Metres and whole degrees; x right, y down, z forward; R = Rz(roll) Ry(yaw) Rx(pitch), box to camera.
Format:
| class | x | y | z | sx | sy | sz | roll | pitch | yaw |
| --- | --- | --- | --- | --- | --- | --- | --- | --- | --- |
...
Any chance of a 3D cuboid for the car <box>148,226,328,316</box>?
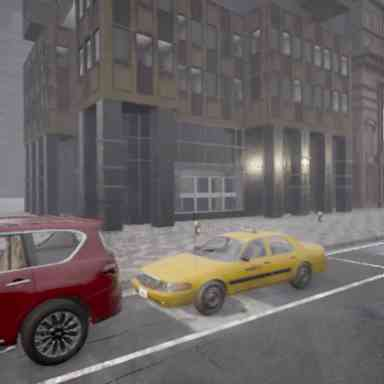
| class | x | y | z | sx | sy | sz | roll | pitch | yaw |
| --- | --- | --- | --- | --- | --- | --- | --- | --- | --- |
| car | 1.075 | 1.482 | 7.419 | 4.829 | 1.417 | 1.752 | -1 | 0 | -36 |

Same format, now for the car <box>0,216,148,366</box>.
| class | x | y | z | sx | sy | sz | roll | pitch | yaw |
| --- | --- | --- | --- | --- | --- | --- | --- | --- | --- |
| car | -3.360 | 1.318 | 4.251 | 5.009 | 1.841 | 2.192 | -1 | 0 | -36 |
